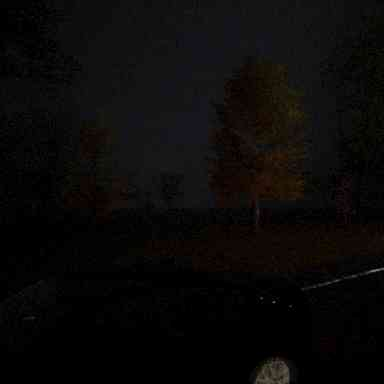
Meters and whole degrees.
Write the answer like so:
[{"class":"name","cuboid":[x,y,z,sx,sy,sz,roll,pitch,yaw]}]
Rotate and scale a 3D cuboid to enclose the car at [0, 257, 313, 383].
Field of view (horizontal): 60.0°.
[{"class":"car","cuboid":[-0.913,1.490,3.228,5.008,1.535,1.882,1,0,-36]}]
